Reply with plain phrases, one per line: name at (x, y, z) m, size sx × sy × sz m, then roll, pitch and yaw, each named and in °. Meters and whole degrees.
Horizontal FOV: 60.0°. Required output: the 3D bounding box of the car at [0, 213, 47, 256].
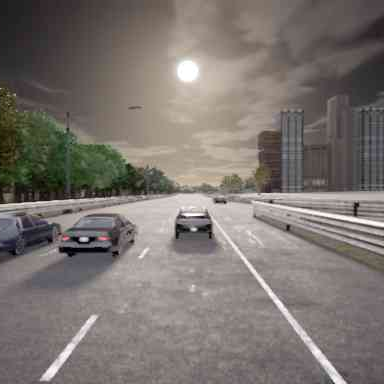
car at (-6.907, 1.539, 12.953) m, size 2.033 × 1.411 × 5.357 m, roll 0°, pitch 0°, yaw 0°

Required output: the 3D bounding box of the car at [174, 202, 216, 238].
car at (0.087, 1.477, 17.518) m, size 2.128 × 1.511 × 4.902 m, roll 0°, pitch 0°, yaw 0°

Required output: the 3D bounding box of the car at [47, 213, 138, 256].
car at (-3.407, 1.539, 12.993) m, size 2.033 × 1.411 × 5.357 m, roll 0°, pitch 0°, yaw 0°

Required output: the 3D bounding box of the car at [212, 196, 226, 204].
car at (5.191, 1.486, 64.246) m, size 2.163 × 1.488 × 4.792 m, roll 0°, pitch 0°, yaw -7°
